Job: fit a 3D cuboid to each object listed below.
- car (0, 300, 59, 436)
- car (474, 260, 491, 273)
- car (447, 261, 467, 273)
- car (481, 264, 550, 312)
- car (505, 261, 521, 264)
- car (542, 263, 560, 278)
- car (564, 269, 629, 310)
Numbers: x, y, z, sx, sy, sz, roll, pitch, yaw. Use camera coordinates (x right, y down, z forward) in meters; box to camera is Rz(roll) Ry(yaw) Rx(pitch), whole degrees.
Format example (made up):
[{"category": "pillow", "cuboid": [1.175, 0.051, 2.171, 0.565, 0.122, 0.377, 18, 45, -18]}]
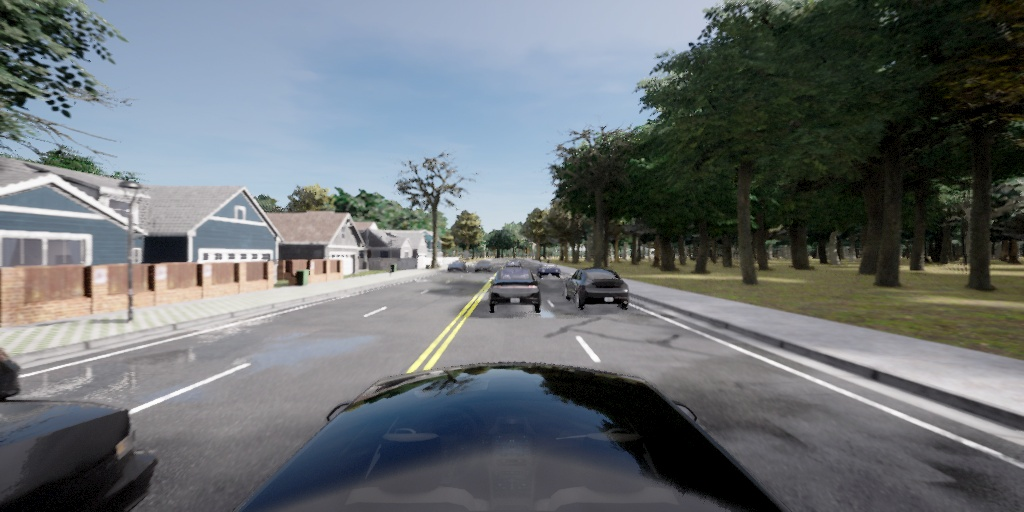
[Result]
[{"category": "car", "cuboid": [-6.600, 1.275, 2.165, 1.812, 1.442, 4.674, 0, 0, 0]}, {"category": "car", "cuboid": [-3.347, 1.240, 42.252, 1.837, 1.490, 4.892, 0, 0, 0]}, {"category": "car", "cuboid": [-6.600, 1.280, 43.693, 2.033, 1.411, 5.357, 0, 0, 0]}, {"category": "car", "cuboid": [0.098, 1.239, 14.188, 2.128, 1.511, 4.902, 0, 0, 0]}, {"category": "car", "cuboid": [0.094, 1.231, 33.476, 2.128, 1.511, 4.902, 0, 0, 0]}, {"category": "car", "cuboid": [3.342, 1.340, 33.765, 1.895, 1.301, 4.718, 0, 0, 0]}, {"category": "car", "cuboid": [3.348, 1.252, 14.822, 1.837, 1.490, 4.892, 0, 0, 0]}]
